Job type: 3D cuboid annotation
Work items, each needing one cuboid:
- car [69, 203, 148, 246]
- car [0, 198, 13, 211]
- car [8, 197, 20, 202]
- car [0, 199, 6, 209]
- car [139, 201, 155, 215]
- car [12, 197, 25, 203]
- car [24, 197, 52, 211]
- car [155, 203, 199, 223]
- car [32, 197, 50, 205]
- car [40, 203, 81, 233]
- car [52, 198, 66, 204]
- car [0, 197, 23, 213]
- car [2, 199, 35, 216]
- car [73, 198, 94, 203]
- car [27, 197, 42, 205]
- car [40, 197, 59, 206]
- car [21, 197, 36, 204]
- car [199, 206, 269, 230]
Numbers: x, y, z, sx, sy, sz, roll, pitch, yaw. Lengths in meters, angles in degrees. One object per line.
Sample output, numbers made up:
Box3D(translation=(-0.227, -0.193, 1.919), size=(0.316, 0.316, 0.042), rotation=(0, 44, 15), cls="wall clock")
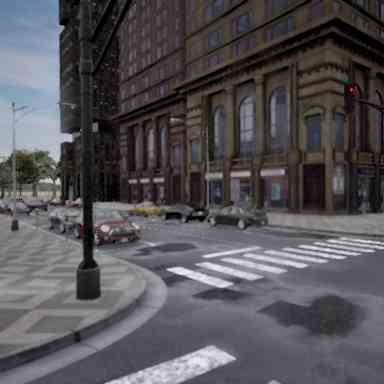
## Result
Box3D(translation=(-4.070, 1.523, 15.740), size=(1.967, 1.590, 4.097), rotation=(-1, 1, -37), cls="car")
Box3D(translation=(-24.546, 1.601, 42.902), size=(1.967, 1.590, 4.097), rotation=(-1, 1, -37), cls="car")
Box3D(translation=(-45.015, 1.879, 84.227), size=(1.947, 1.339, 4.313), rotation=(-2, 1, -37), cls="car")
Box3D(translation=(-27.956, 1.736, 47.430), size=(2.008, 1.369, 4.403), rotation=(-1, 1, -37), cls="car")
Box3D(translation=(-4.171, 1.516, 30.037), size=(1.752, 1.417, 4.829), rotation=(-1, 1, -37), cls="car")
Box3D(translation=(-41.604, 1.815, 79.700), size=(1.887, 1.381, 4.507), rotation=(-2, 1, -37), cls="car")
Box3D(translation=(-18.668, 1.574, 39.703), size=(1.882, 1.535, 5.008), rotation=(-1, 0, -37), cls="car")
Box3D(translation=(-0.657, 1.549, 25.376), size=(1.947, 1.339, 4.313), rotation=(-1, 1, -37), cls="car")
Box3D(translation=(-27.955, 1.683, 61.592), size=(2.008, 1.369, 4.403), rotation=(-1, 1, -37), cls="car")
Box3D(translation=(-7.482, 1.637, 20.269), size=(2.008, 1.369, 4.403), rotation=(-1, 1, -37), cls="car")
Box3D(translation=(-21.130, 1.663, 52.537), size=(1.802, 1.307, 4.206), rotation=(-1, 1, -37), cls="car")
Box3D(translation=(-21.132, 1.579, 38.374), size=(1.967, 1.590, 4.097), rotation=(-1, 1, -37), cls="car")
Box3D(translation=(-17.719, 1.702, 33.849), size=(1.802, 1.307, 4.206), rotation=(-1, 1, -37), cls="car")
Box3D(translation=(-14.308, 1.475, 43.481), size=(1.967, 1.590, 4.097), rotation=(-1, 1, -37), cls="car")
Box3D(translation=(-31.366, 1.743, 66.119), size=(1.802, 1.307, 4.206), rotation=(-2, 1, -37), cls="car")
Box3D(translation=(-24.543, 1.657, 57.065), size=(2.008, 1.369, 4.403), rotation=(-1, 1, -37), cls="car")
Box3D(translation=(-34.779, 1.744, 70.645), size=(2.008, 1.369, 4.403), rotation=(-2, 1, -37), cls="car")
Box3D(translation=(2.756, 1.530, 20.848), size=(2.008, 1.369, 4.403), rotation=(-1, 1, -37), cls="car")
